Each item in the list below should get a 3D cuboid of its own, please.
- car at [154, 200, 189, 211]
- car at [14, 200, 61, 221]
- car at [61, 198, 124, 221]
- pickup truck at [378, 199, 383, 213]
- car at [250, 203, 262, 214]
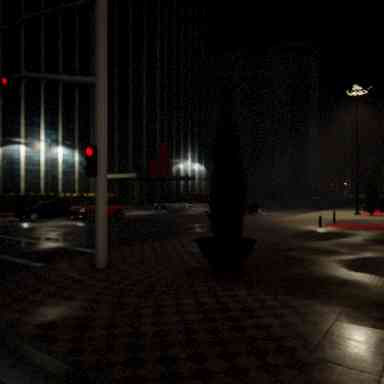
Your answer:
[{"bbox_3d":[-2.482,1.573,40.290,1.895,1.301,4.718,0,0,35],"label":"car"},{"bbox_3d":[-11.775,1.450,27.020,1.882,1.535,5.008,0,0,35],"label":"car"},{"bbox_3d":[-7.707,1.329,26.724,2.097,1.767,4.553,0,0,35],"label":"car"},{"bbox_3d":[21.583,1.057,33.313,6.274,2.098,2.390,0,0,-25],"label":"pickup truck"},{"bbox_3d":[5.171,1.489,32.576,1.837,1.490,4.892,0,0,35],"label":"car"}]
